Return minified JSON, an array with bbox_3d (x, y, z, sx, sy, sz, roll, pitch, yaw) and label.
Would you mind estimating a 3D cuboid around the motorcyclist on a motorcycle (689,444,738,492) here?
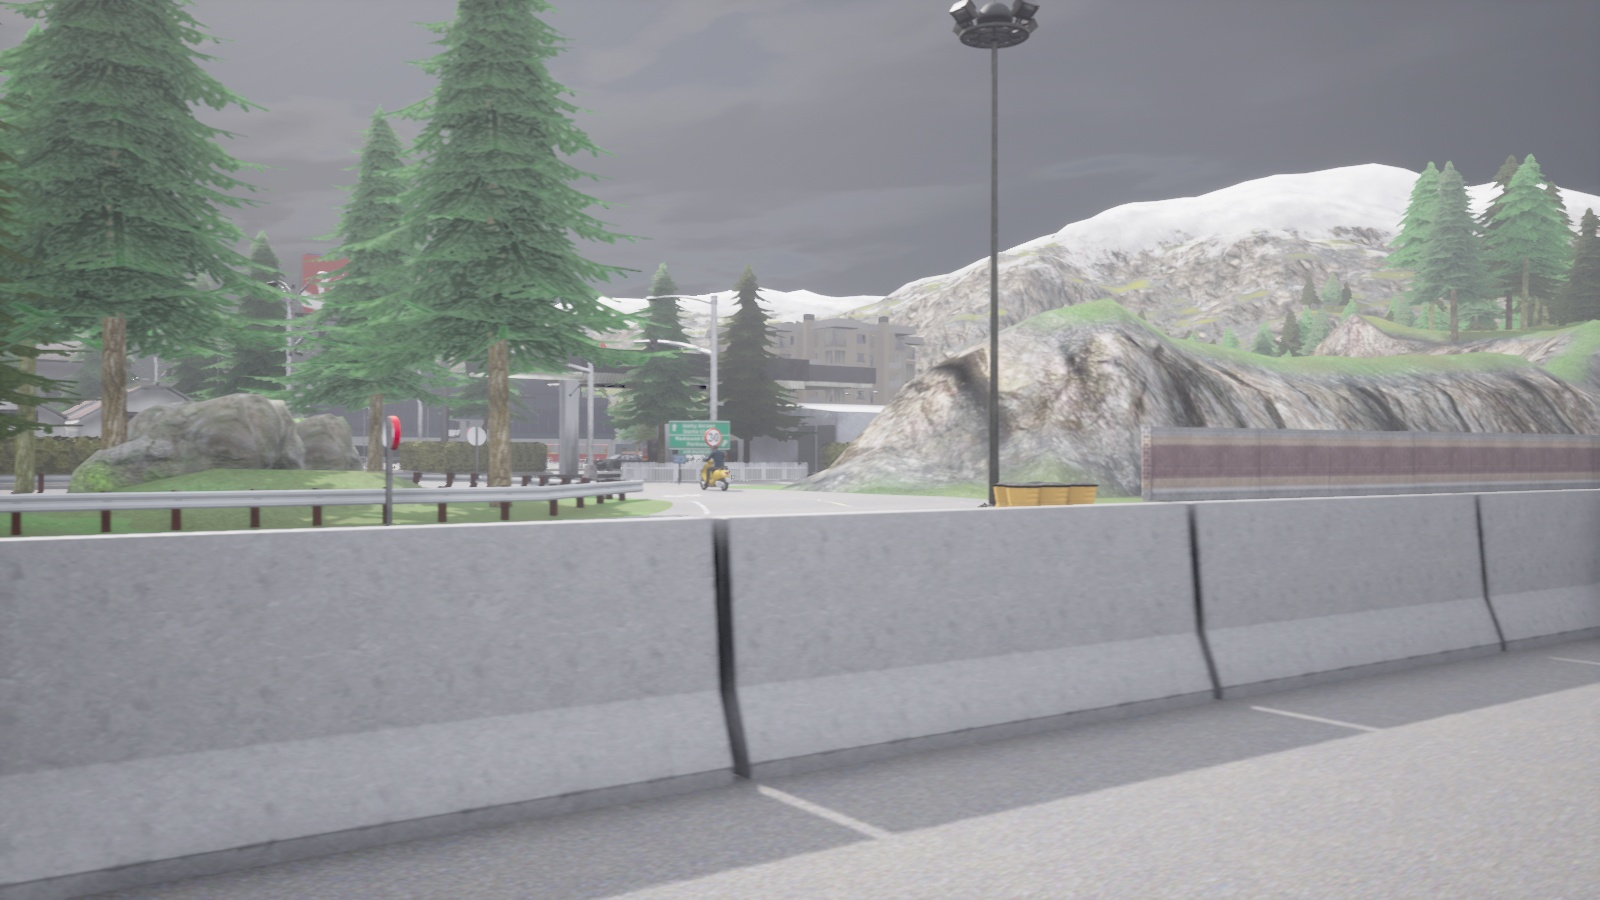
[{"bbox_3d":[-2.967,0.614,42.897,0.866,1.590,1.817,0,0,-36],"label":"motorcyclist on a motorcycle"}]
